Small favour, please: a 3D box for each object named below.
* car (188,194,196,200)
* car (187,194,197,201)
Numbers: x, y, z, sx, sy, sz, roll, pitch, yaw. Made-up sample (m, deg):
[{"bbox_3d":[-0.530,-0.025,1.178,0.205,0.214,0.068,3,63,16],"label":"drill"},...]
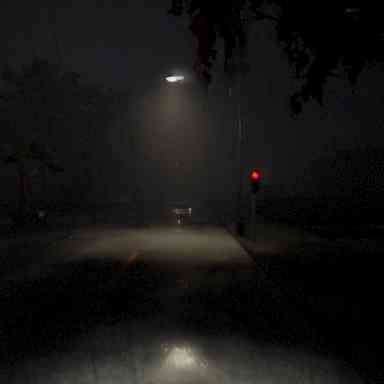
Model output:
[{"bbox_3d":[-0.008,1.212,82.960,1.895,1.301,4.718,0,0,0],"label":"car"},{"bbox_3d":[-0.007,1.327,72.926,1.812,1.442,4.674,0,0,0],"label":"car"}]
